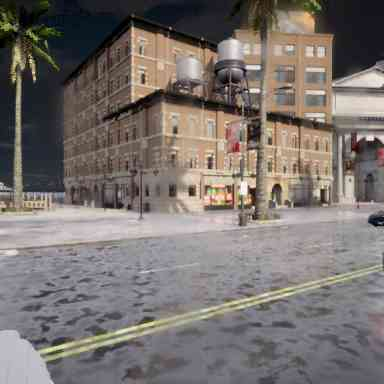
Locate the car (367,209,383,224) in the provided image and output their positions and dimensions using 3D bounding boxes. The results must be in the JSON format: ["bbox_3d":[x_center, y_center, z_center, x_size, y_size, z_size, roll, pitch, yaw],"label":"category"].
[{"bbox_3d":[13.790,1.545,22.002,5.357,1.411,2.033,0,0,-35],"label":"car"}]

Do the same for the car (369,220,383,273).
[{"bbox_3d":[6.662,1.503,8.355,4.892,1.490,1.837,0,0,-35],"label":"car"}]

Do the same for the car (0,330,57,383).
[{"bbox_3d":[-3.058,1.601,1.490,4.718,1.301,1.895,0,0,-36],"label":"car"}]
